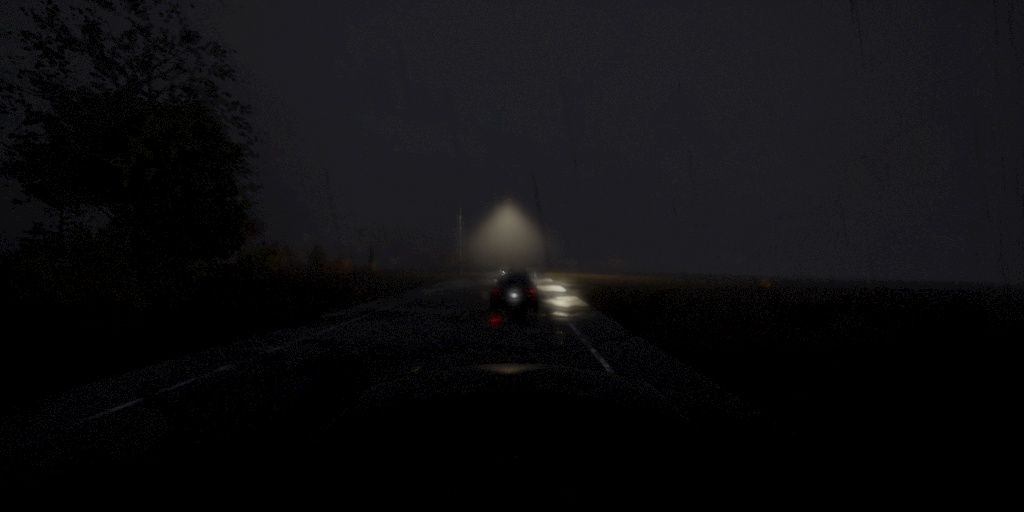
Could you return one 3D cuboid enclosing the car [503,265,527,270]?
[{"bbox_3d":[0.518,1.679,29.989,1.895,1.301,4.718,0,-1,3],"label":"car"}]

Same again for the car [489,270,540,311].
[{"bbox_3d":[0.136,1.461,15.299,1.994,1.385,4.181,0,-1,2],"label":"car"}]
